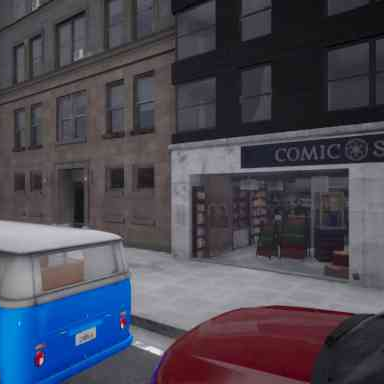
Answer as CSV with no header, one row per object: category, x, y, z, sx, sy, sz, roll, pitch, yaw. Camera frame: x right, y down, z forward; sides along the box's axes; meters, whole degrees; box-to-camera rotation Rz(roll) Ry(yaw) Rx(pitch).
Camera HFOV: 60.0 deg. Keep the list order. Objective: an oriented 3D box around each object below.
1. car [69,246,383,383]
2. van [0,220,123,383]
car,1.955,1.315,1.415,5.009,1.841,2.192,0,0,36
van,-2.665,1.341,4.718,3.998,1.788,1.690,0,0,36
